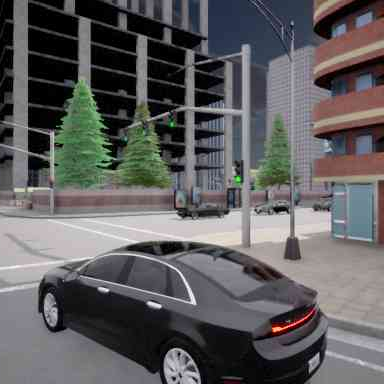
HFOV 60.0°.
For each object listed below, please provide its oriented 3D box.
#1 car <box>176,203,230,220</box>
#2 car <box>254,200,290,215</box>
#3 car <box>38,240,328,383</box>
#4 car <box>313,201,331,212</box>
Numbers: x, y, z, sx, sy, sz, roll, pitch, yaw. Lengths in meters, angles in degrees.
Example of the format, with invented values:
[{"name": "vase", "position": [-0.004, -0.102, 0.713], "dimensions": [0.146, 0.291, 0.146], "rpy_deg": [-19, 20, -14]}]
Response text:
[{"name": "car", "position": [0.994, 1.656, 29.092], "dimensions": [4.718, 1.301, 1.895], "rpy_deg": [0, 0, -36]}, {"name": "car", "position": [8.582, 1.547, 34.515], "dimensions": [4.902, 1.511, 2.128], "rpy_deg": [0, 0, -36]}, {"name": "car", "position": [-0.562, 1.505, 5.030], "dimensions": [4.892, 1.490, 1.837], "rpy_deg": [0, 0, 41]}, {"name": "car", "position": [16.675, 1.407, 40.274], "dimensions": [4.553, 1.767, 2.097], "rpy_deg": [0, 0, -35]}]
